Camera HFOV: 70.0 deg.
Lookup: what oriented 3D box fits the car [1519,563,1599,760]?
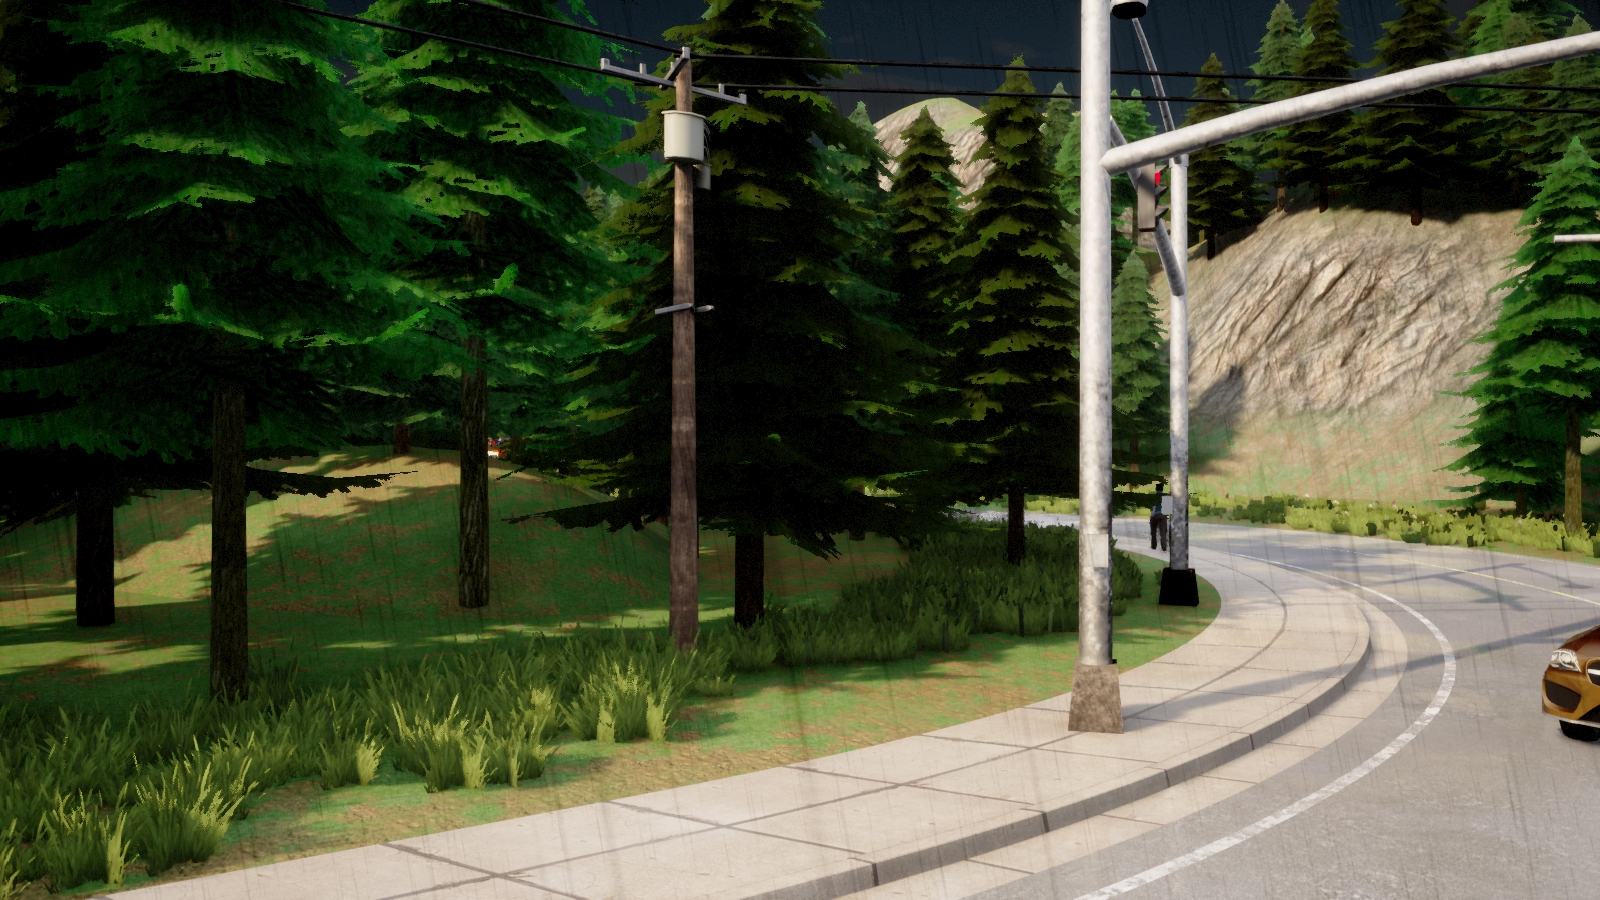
[{"bbox_3d":[9.577,1.970,11.147,5.027,1.651,2.152,0,0,-29],"label":"car"}]

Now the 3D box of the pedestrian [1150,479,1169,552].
[{"bbox_3d":[9.250,1.669,29.378,0.375,1.860,0.375,0,0,0],"label":"pedestrian"}]
